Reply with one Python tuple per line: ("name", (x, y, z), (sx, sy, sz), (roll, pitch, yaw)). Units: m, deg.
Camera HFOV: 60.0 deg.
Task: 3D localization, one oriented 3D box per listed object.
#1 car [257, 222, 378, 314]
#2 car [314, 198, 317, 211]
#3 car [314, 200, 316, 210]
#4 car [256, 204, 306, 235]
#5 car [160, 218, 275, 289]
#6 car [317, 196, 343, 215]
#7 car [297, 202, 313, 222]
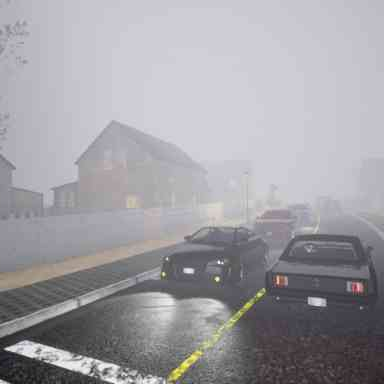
("car", (3.174, 1.630, 7.771), (1.895, 1.301, 4.718), (-2, -1, 27))
("car", (18.266, 1.554, 46.158), (2.150, 2.045, 5.566), (-1, -1, 16))
("car", (12.030, 1.827, 35.938), (2.033, 1.411, 5.357), (-2, -1, 20))
("car", (4.557, 1.631, 17.468), (1.882, 1.535, 5.008), (-2, -1, 24))
("car", (0.819, 1.687, 9.631), (1.994, 1.385, 4.181), (-2, -1, 27))
("car", (15.347, 1.575, 36.842), (2.097, 1.767, 4.553), (-2, -1, 19))
("car", (8.351, 1.680, 26.328), (1.882, 1.535, 5.008), (-2, -1, 22))
